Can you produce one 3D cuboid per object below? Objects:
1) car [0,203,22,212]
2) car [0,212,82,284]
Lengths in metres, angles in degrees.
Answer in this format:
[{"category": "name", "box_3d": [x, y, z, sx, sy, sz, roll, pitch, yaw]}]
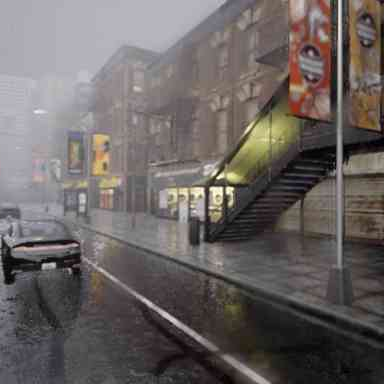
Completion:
[{"category": "car", "box_3d": [-15.933, 1.717, 28.803, 1.837, 1.490, 4.892, 1, 0, -31]}, {"category": "car", "box_3d": [-4.666, 1.572, 10.033, 2.128, 1.511, 4.902, 1, -1, -31]}]
